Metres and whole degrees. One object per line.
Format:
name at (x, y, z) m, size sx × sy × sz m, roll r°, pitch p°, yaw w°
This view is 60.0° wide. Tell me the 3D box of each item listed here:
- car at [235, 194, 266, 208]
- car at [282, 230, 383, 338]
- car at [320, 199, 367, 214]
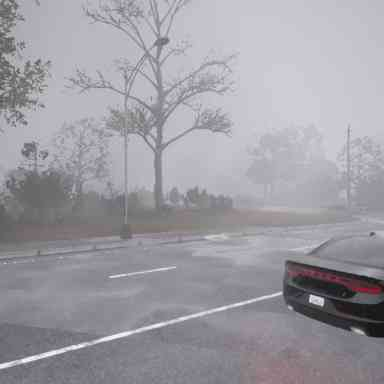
car at (8.531, 1.267, 49.357) m, size 2.150 × 2.045 × 5.566 m, roll 0°, pitch 1°, yaw -26°
car at (3.906, 1.478, 6.414) m, size 5.008 × 1.535 × 1.882 m, roll 0°, pitch 0°, yaw -35°
car at (16.036, 1.493, 35.405) m, size 2.128 × 1.511 × 4.902 m, roll 0°, pitch 0°, yaw -30°
